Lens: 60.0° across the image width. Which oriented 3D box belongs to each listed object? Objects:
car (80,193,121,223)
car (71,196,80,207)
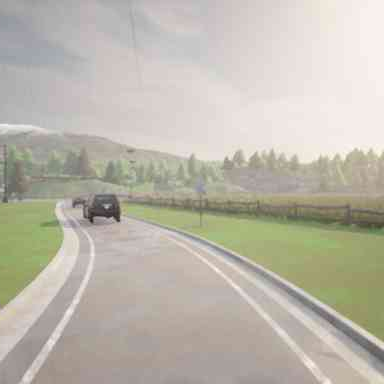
[{"bbox_3d":[-6.852,1.127,25.116,2.150,2.045,5.566,0,0,-23],"label":"car"},{"bbox_3d":[-16.039,1.344,47.352,1.837,1.490,4.892,0,0,-21],"label":"car"}]
